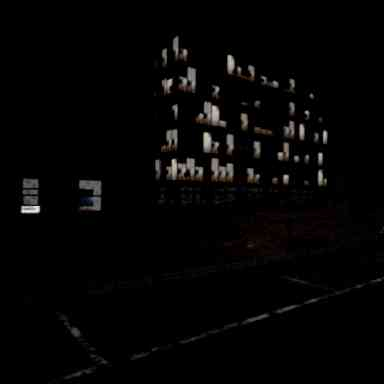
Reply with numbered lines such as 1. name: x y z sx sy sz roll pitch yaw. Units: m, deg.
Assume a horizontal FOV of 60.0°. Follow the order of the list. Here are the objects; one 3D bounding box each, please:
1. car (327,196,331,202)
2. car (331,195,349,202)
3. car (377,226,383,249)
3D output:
1. car: 33.075 1.683 82.673 1.967 1.590 4.097 1 -1 -35
2. car: 36.263 1.532 78.129 2.192 1.841 5.009 1 -1 -35
3. car: 8.952 1.444 12.893 4.097 1.590 1.967 0 1 -35
